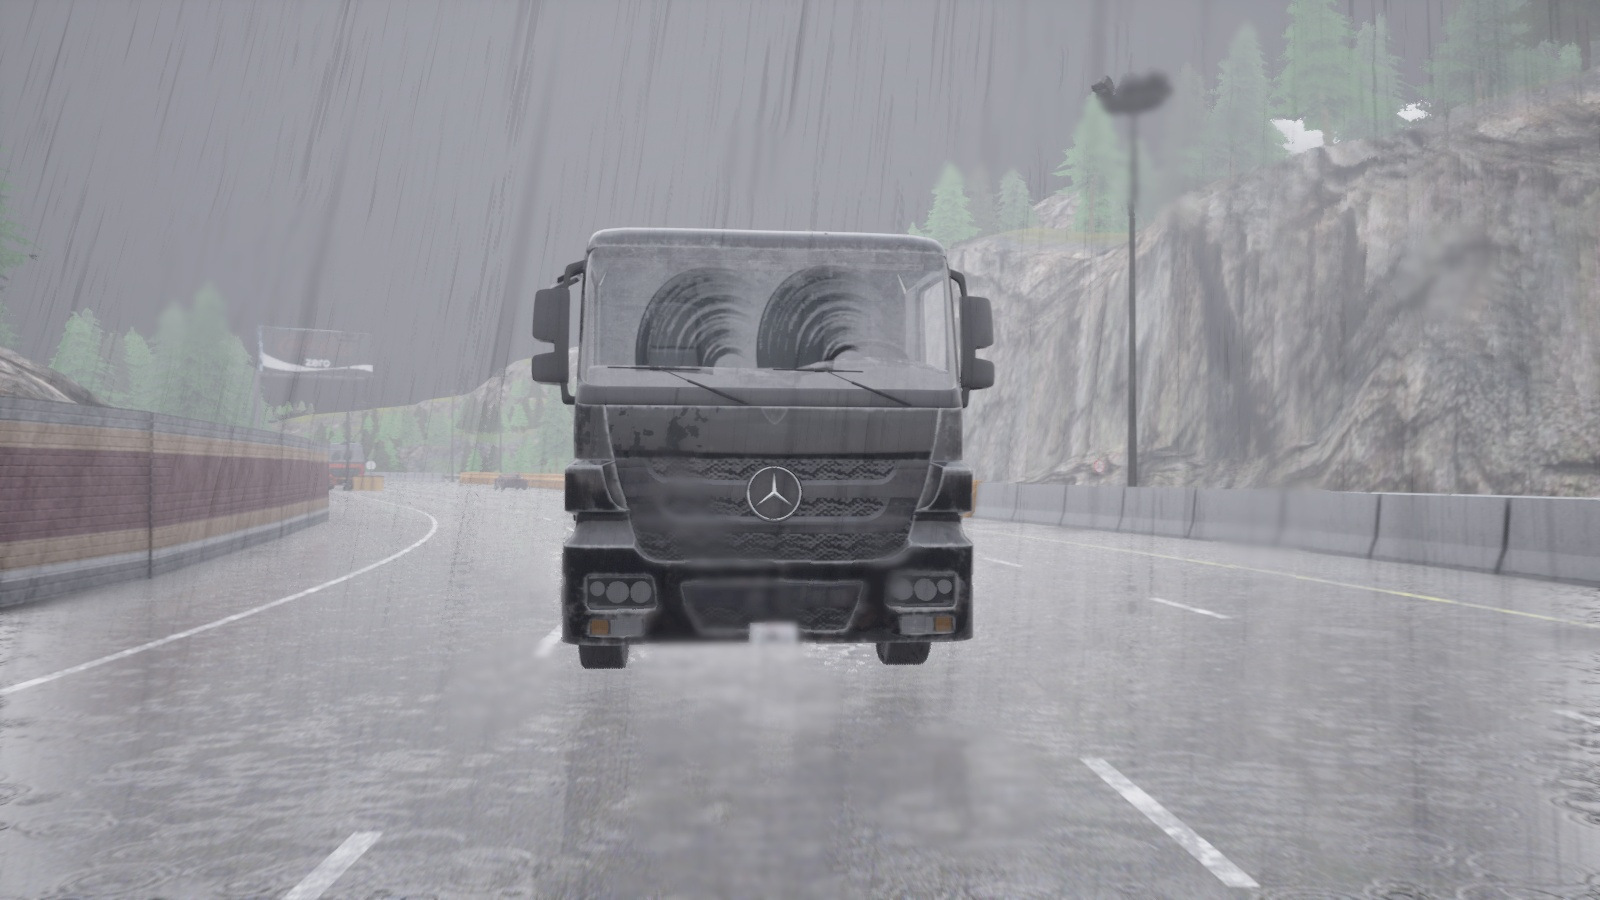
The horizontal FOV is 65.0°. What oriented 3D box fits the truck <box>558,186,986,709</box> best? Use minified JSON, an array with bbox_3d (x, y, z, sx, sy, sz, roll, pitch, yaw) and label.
[{"bbox_3d":[-0.601,0.043,12.420,2.891,3.462,7.936,0,-1,-6],"label":"truck"}]
